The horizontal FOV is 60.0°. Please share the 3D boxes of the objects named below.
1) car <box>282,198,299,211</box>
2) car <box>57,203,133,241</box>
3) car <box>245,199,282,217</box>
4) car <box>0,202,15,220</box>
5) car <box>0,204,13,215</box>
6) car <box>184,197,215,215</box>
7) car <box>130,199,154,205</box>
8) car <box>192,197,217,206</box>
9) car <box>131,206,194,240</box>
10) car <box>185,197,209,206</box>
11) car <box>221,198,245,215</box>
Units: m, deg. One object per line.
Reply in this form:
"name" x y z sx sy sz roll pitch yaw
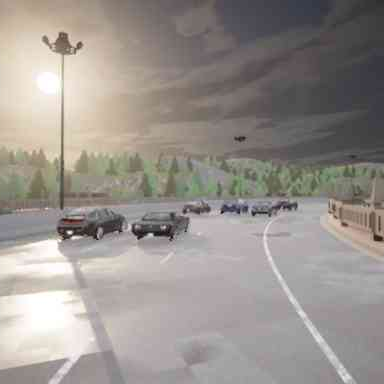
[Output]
"car" 12.160 1.564 42.302 1.837 1.490 4.892 0 0 31
"car" -4.945 1.541 17.118 1.837 1.490 4.892 0 0 11
"car" 7.060 1.588 32.270 2.033 1.411 5.357 0 0 23
"car" -17.060 1.620 27.247 1.812 1.442 4.674 0 0 16
"car" -14.620 1.564 22.745 2.128 1.511 4.902 0 0 14
"car" 0.524 1.599 34.722 1.812 1.442 4.674 0 0 23
"car" -5.955 1.601 37.828 2.128 1.511 4.902 0 0 24
"car" 2.296 1.683 59.306 1.882 1.535 5.008 -1 -1 36
"car" -1.407 1.631 17.164 1.895 1.301 4.718 0 0 11
"car" 0.944 1.732 63.335 2.128 1.511 4.902 -1 -1 38
"car" 4.660 1.412 35.392 2.097 1.767 4.553 0 0 24
